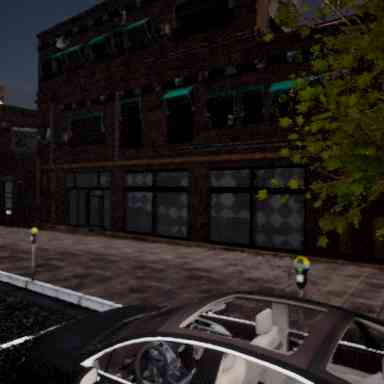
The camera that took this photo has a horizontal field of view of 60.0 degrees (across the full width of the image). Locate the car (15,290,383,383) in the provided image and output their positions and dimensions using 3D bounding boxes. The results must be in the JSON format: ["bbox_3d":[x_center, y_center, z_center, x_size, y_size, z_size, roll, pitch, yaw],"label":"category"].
[{"bbox_3d":[0.281,1.553,2.674,4.403,1.369,2.008,0,1,36],"label":"car"}]
